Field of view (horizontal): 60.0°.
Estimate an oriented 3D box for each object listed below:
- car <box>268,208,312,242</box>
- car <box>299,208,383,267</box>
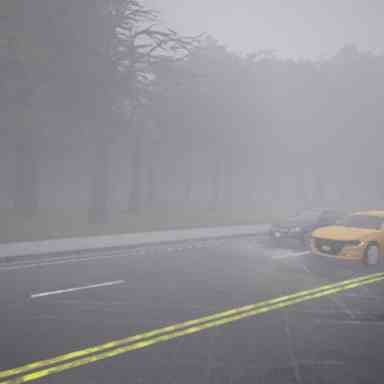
[{"bbox_3d":[5.500,1.449,14.668,4.674,1.442,1.812,0,0,-30],"label":"car"},{"bbox_3d":[6.207,1.407,11.323,5.008,1.535,1.882,0,0,-30],"label":"car"}]
